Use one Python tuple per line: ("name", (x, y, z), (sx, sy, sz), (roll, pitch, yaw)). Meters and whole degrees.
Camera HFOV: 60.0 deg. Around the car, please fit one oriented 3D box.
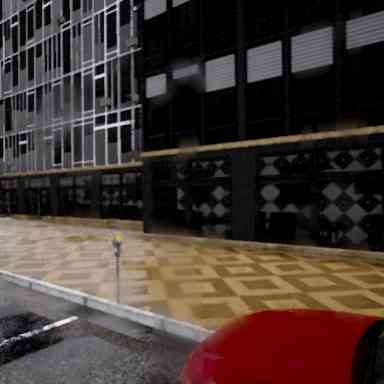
("car", (2.138, 1.317, 1.369), (5.009, 1.841, 2.192), (0, -1, 35))
